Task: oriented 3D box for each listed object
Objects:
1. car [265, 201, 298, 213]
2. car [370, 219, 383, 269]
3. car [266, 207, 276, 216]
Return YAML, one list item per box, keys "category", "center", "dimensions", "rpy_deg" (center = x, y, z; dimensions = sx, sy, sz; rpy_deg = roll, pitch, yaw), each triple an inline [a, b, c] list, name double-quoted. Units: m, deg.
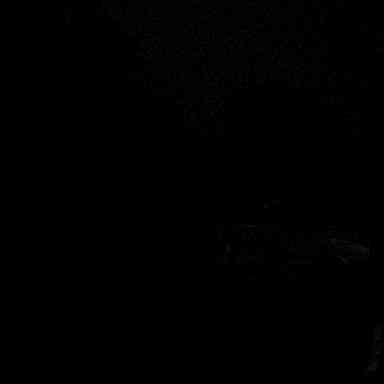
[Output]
- category: "car"
  center: [12.857, 2.046, 48.200]
  dimensions: [4.553, 1.767, 2.097]
  rpy_deg: [0, -1, 36]
- category: "car"
  center: [6.185, 1.349, 8.466]
  dimensions: [2.150, 2.045, 5.566]
  rpy_deg: [0, -1, 20]
- category: "car"
  center: [19.962, 5.038, 83.676]
  dimensions: [2.150, 2.045, 5.566]
  rpy_deg: [0, -5, 15]
